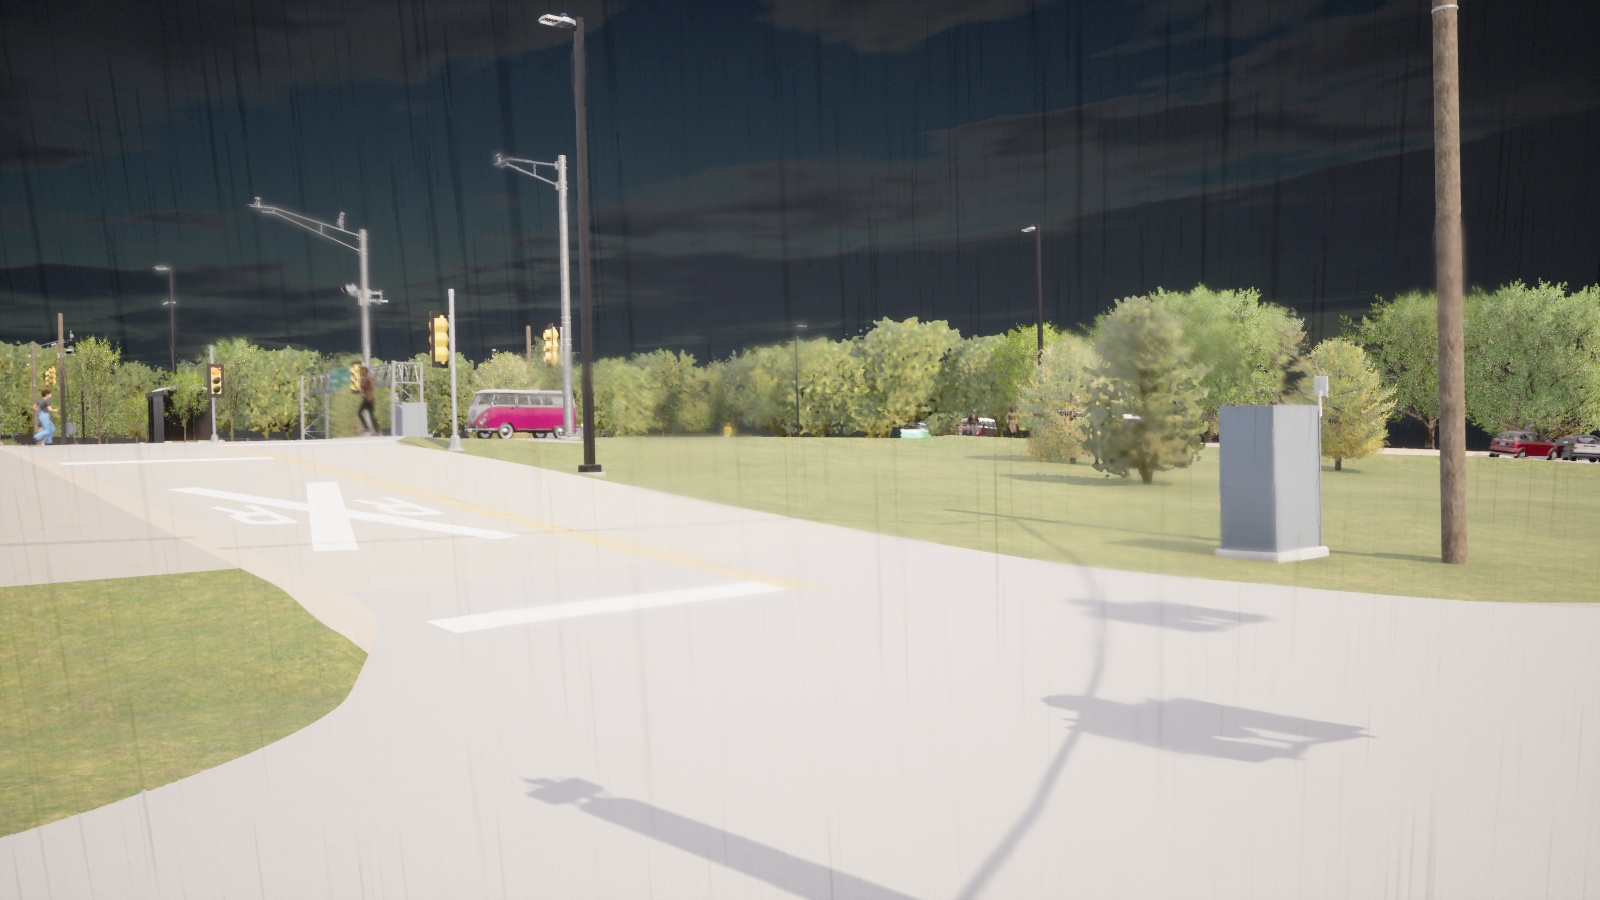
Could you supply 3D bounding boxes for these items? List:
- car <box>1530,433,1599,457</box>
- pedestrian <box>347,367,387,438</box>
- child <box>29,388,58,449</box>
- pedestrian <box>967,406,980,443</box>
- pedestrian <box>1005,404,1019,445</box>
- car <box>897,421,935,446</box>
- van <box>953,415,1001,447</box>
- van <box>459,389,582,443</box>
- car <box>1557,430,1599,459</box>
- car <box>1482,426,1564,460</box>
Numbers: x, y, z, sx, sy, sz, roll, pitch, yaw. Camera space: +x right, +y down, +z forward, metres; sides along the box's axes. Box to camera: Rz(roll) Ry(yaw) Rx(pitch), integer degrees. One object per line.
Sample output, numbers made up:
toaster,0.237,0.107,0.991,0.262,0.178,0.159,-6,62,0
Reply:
car,51.652,-0.351,84.172,1.882,1.535,5.008,-2,1,-9
pedestrian,-11.194,-1.223,32.482,0.869,1.805,0.328,-2,1,-44
child,-16.085,-0.670,26.701,0.270,1.263,0.437,-1,1,45
pedestrian,8.832,-1.305,64.043,0.376,1.854,0.720,-2,1,-13
pedestrian,10.043,-1.216,59.389,0.396,1.930,0.692,-2,1,-11
car,6.866,-0.964,74.488,1.481,1.376,2.207,-1,-1,29
van,12.425,-1.284,87.925,2.069,2.038,4.480,-2,-2,26
van,-10.935,-1.312,49.343,1.775,1.987,4.442,-1,0,44
car,46.713,-0.311,75.048,1.851,1.617,3.988,4,1,22
car,38.126,-0.362,66.216,3.705,1.549,1.789,1,6,-25
